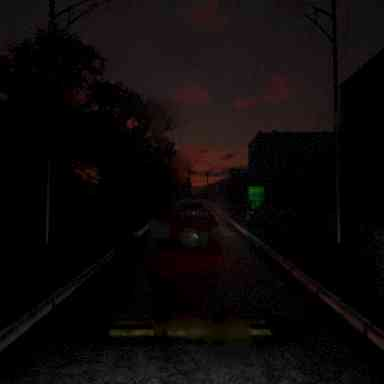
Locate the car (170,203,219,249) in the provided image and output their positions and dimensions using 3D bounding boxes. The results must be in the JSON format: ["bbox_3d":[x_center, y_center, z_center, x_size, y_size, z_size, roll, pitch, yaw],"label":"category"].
[{"bbox_3d":[0.111,1.457,14.497,1.882,1.535,5.008,0,0,1],"label":"car"}]

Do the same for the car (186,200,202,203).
[{"bbox_3d":[0.154,1.436,29.215,1.837,1.490,4.892,0,1,1],"label":"car"}]
